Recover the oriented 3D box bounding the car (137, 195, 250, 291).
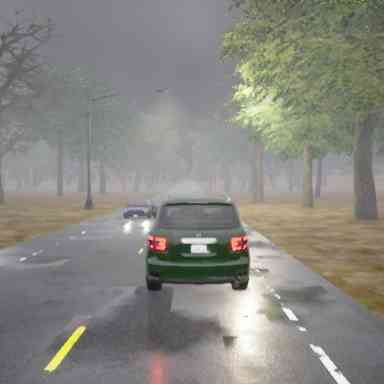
[{"bbox_3d":[0.091,1.090,8.798,2.150,2.045,5.566,0,1,-1],"label":"car"}]

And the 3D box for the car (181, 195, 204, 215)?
[{"bbox_3d":[0.032,1.016,28.279,1.812,1.442,4.674,0,1,0],"label":"car"}]

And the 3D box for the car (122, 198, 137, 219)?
[{"bbox_3d":[-3.649,1.118,24.142,2.033,1.411,5.357,0,1,0],"label":"car"}]
